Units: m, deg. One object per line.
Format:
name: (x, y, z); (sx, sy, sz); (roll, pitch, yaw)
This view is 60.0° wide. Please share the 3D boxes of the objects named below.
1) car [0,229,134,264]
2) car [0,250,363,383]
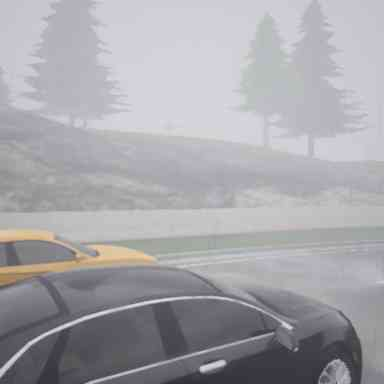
car: (-2.965, 1.408, 5.903); (5.008, 1.535, 1.882); (0, 0, -34)
car: (-0.364, 1.477, 3.119); (4.892, 1.490, 1.837); (0, 0, -34)
